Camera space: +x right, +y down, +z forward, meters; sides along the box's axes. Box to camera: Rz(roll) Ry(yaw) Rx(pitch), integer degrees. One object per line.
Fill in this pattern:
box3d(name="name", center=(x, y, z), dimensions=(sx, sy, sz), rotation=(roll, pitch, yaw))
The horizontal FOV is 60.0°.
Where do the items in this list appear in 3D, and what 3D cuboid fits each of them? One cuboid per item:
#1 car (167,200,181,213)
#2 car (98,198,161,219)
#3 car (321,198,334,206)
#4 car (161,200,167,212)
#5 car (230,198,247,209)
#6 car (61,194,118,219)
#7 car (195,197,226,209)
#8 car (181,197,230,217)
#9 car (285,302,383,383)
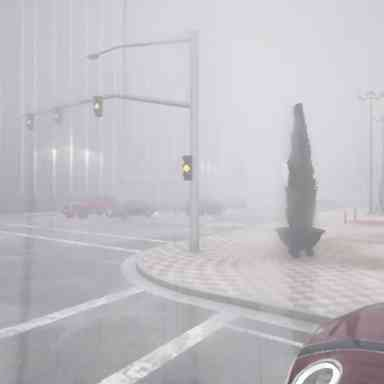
box3d(name="car", center=(-0.067, 1.502, 36.381), dimensions=(2.128, 1.511, 4.902), rotation=(0, 0, 35))
box3d(name="car", center=(-5.277, 1.502, 28.909), dimensions=(2.128, 1.511, 4.902), rotation=(0, 0, 35))
box3d(name="car", center=(22.646, 1.608, 56.400), dimensions=(1.895, 1.301, 4.718), rotation=(0, 0, 34))
box3d(name="car", center=(-3.169, 1.577, 38.046), dimensions=(1.994, 1.385, 4.181), rotation=(0, 0, 35))
box3d(name="car", center=(5.743, 1.502, 44.700), dimensions=(2.128, 1.511, 4.902), rotation=(0, 0, 35))
box3d(name="car", center=(-8.873, 1.234, 29.858), dimensions=(2.150, 2.045, 5.566), rotation=(0, 0, 35))
box3d(name="car", center=(2.660, 1.490, 46.399), dimensions=(1.882, 1.535, 5.008), rotation=(0, 0, 35))
box3d(name="car", center=(1.348, 1.361, 31.942), dimensions=(2.097, 1.767, 4.553), rotation=(0, 0, 35))
box3d(name="car", center=(2.862, 1.351, 1.929), dimensions=(4.553, 1.767, 2.097), rotation=(0, 0, 36))
